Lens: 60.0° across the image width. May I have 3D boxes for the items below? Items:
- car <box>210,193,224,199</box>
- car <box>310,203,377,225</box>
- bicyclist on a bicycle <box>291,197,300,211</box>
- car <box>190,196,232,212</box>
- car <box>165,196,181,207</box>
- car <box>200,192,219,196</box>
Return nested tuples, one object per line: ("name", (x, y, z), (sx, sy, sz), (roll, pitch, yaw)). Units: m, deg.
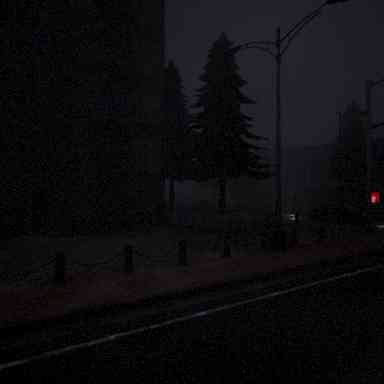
("car", (7.168, 1.090, 94.497), (1.905, 1.878, 3.866), (0, 0, -37))
("car", (11.111, 1.540, 24.687), (1.812, 1.442, 4.674), (0, 0, -37))
("bicyclist on a bicycle", (11.427, 1.315, 36.632), (1.656, 1.620, 0.582), (0, 0, -37))
("car", (2.231, 1.492, 36.394), (1.882, 1.535, 5.008), (0, 0, -37))
("car", (-3.646, 1.615, 50.434), (1.895, 1.301, 4.718), (0, 0, -34))
("car", (5.081, 1.111, 92.433), (1.932, 1.855, 4.605), (0, 0, -37))
